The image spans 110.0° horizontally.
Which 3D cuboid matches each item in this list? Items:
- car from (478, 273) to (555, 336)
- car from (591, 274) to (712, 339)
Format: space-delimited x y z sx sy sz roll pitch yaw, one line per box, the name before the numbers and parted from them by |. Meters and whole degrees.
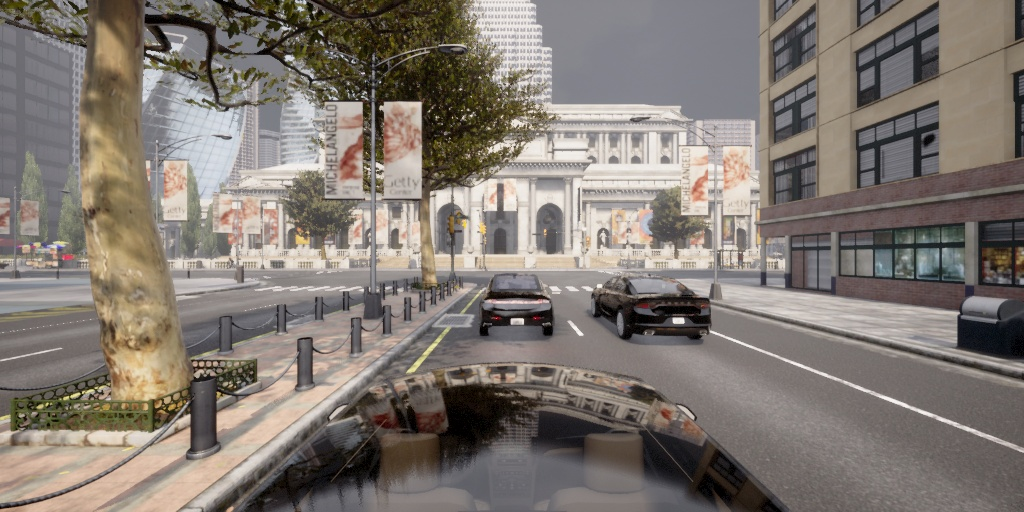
car | 0.080 1.241 10.376 2.128 1.511 4.902 0 0 -1
car | 3.565 1.228 10.109 1.882 1.535 5.008 0 0 0
